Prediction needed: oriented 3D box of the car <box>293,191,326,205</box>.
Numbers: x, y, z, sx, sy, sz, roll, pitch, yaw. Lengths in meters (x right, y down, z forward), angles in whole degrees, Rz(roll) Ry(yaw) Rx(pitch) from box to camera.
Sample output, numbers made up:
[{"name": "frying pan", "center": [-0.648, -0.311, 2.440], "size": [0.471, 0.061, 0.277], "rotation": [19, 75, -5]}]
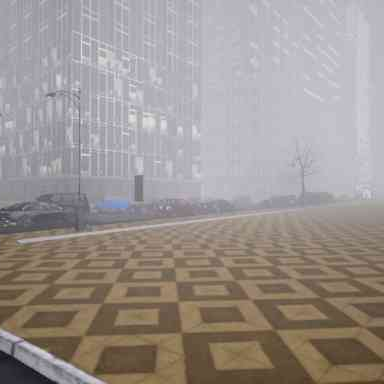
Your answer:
[{"name": "car", "center": [17.267, 0.885, 48.800], "size": [2.192, 1.841, 5.009], "rotation": [1, 1, 41]}]

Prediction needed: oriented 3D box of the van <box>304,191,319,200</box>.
[{"name": "van", "center": [25.698, 0.694, 71.557], "size": [1.690, 1.788, 3.998], "rotation": [1, 1, 41]}]

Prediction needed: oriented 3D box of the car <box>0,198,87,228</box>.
[{"name": "car", "center": [-9.686, 1.361, 21.354], "size": [2.128, 1.511, 4.902], "rotation": [0, 1, 41]}]

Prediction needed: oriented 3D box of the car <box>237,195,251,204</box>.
[{"name": "car", "center": [7.211, 1.148, 49.941], "size": [1.947, 1.339, 4.313], "rotation": [1, 1, 41]}]

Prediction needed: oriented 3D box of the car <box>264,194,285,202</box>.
[{"name": "car", "center": [14.606, 1.056, 58.589], "size": [1.947, 1.339, 4.313], "rotation": [1, 1, 41]}]

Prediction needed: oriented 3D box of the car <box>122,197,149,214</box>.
[{"name": "car", "center": [-4.131, 1.359, 32.695], "size": [1.895, 1.301, 4.718], "rotation": [0, 1, 40]}]

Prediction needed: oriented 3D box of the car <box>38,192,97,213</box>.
[{"name": "car", "center": [-10.477, 1.059, 25.273], "size": [2.150, 2.045, 5.566], "rotation": [0, 1, 41]}]

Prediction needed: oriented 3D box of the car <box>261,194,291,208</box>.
[{"name": "car", "center": [9.872, 1.244, 40.157], "size": [1.802, 1.307, 4.206], "rotation": [1, 1, 41]}]

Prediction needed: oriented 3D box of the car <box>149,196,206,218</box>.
[{"name": "car", "center": [-1.124, 1.240, 27.106], "size": [1.967, 1.590, 4.097], "rotation": [1, 1, 41]}]

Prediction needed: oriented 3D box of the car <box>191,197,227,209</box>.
[{"name": "car", "center": [2.102, 1.281, 39.971], "size": [1.895, 1.301, 4.718], "rotation": [0, 1, 41]}]

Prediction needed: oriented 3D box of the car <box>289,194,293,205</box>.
[{"name": "car", "center": [14.634, 1.073, 49.722], "size": [1.837, 1.490, 4.892], "rotation": [0, 1, 41]}]

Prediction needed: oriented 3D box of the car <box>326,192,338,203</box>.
[{"name": "car", "center": [20.964, 0.839, 53.124], "size": [2.192, 1.841, 5.009], "rotation": [1, 1, 41]}]

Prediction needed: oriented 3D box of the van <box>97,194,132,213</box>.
[{"name": "van", "center": [-7.665, 1.107, 32.723], "size": [1.690, 1.788, 3.998], "rotation": [1, 1, 41]}]

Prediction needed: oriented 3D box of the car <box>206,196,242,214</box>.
[{"name": "car", "center": [2.530, 1.320, 31.467], "size": [1.947, 1.339, 4.313], "rotation": [1, 1, 41]}]

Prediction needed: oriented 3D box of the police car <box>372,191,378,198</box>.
[{"name": "police car", "center": [43.132, 0.672, 79.562], "size": [1.930, 1.638, 5.238], "rotation": [0, 1, 41]}]

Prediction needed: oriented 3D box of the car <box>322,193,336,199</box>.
[{"name": "car", "center": [33.091, 0.828, 80.209], "size": [1.947, 1.339, 4.313], "rotation": [1, 1, 41]}]

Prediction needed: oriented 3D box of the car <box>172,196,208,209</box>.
[{"name": "car", "center": [-0.188, 1.218, 41.300], "size": [1.887, 1.381, 4.507], "rotation": [1, 1, 41]}]

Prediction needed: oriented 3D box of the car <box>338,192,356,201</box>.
[{"name": "car", "center": [28.468, 0.957, 61.904], "size": [1.752, 1.417, 4.829], "rotation": [1, 1, 41]}]

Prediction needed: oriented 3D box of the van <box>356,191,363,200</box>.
[{"name": "van", "center": [35.752, 0.683, 70.420], "size": [1.690, 1.788, 3.998], "rotation": [1, 1, 41]}]
